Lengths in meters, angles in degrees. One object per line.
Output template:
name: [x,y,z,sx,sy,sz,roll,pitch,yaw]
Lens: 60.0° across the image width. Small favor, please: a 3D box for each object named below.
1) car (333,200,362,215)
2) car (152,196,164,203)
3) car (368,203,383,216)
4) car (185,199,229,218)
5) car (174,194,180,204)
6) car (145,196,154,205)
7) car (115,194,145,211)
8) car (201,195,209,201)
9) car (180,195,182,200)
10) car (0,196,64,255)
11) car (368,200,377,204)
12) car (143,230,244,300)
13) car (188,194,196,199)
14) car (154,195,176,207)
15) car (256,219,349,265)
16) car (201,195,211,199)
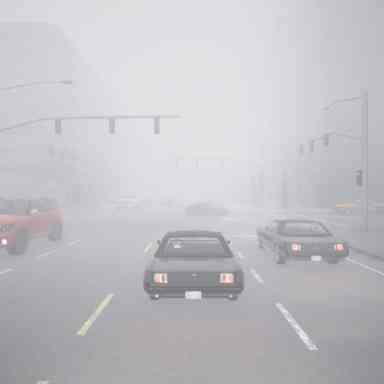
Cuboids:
car: [17.213,1.533,34.309,5.008,1.535,1.882,0,0,0]
car: [-7.250,1.540,72.308,2.033,1.411,5.357,0,0,1]
car: [3.594,1.221,1.943,2.150,2.045,5.566,0,0,0]
car: [1.331,1.589,30.476,4.181,1.385,1.994,0,0,42]
car: [-3.844,1.505,65.945,1.837,1.490,4.892,0,0,1]
car: [-7.488,1.505,56.764,1.837,1.490,4.892,0,0,1]
car: [-7.833,1.224,41.599,2.150,2.045,5.566,0,0,4]
car: [3.404,1.553,87.423,1.994,1.385,4.181,0,0,1]
car: [-3.659,1.168,81.269,2.097,1.767,4.553,0,0,1]
car: [-7.138,1.220,13.573,2.150,2.045,5.566,0,0,0]
car: [19.275,1.547,30.806,4.902,1.511,2.128,0,0,0]
car: [0.044,1.601,8.310,1.895,1.301,4.718,0,0,0]
car: [-0.097,1.355,87.295,2.097,1.767,4.553,0,0,1]
car: [-4.030,1.546,50.308,2.033,1.411,5.357,0,0,0]
car: [3.550,1.601,11.695,1.895,1.301,4.718,0,0,0]
car: [3.303,1.595,77.448,1.895,1.301,4.718,0,0,1]
